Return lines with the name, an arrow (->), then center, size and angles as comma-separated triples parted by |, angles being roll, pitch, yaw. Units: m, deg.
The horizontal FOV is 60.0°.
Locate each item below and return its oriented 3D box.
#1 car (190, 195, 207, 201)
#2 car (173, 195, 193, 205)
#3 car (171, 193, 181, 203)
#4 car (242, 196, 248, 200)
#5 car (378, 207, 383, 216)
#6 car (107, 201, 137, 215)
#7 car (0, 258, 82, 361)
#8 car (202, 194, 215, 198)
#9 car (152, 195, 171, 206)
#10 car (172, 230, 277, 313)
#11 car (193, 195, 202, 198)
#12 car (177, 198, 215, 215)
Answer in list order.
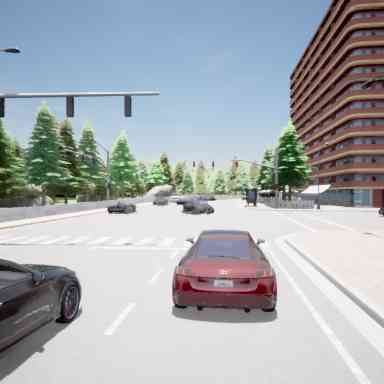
car -> 1.809, 1.540, 83.972 | 2.033, 1.411, 5.357 | 0, 0, 29
car -> -1.416, 1.601, 55.180 | 1.895, 1.301, 4.718 | 0, 0, 6
car -> -3.348, 1.222, 68.732 | 2.150, 2.045, 5.566 | 0, 0, 8
car -> 15.718, 1.595, 90.463 | 4.718, 1.301, 1.895 | 0, 0, -40
car -> 19.230, 1.619, 29.983 | 4.181, 1.385, 1.994 | 0, 0, 6
car -> -7.162, 1.605, 34.268 | 1.895, 1.301, 4.718 | 0, 0, 6
car -> -3.136, 1.526, 4.295 | 1.812, 1.442, 4.674 | 0, 0, 7
car -> 3.998, 1.355, 80.577 | 2.097, 1.767, 4.553 | 0, 0, 25
car -> -5.090, 1.501, 53.743 | 1.837, 1.490, 4.892 | 0, 1, 6
car -> 0.771, 1.564, 7.788 | 1.994, 1.385, 4.181 | 0, 0, 6
car -> 0.318, 1.547, 69.464 | 2.033, 1.411, 5.357 | 0, 0, 8
car -> 0.560, 1.589, 33.968 | 1.994, 1.385, 4.181 | 0, 0, -27
